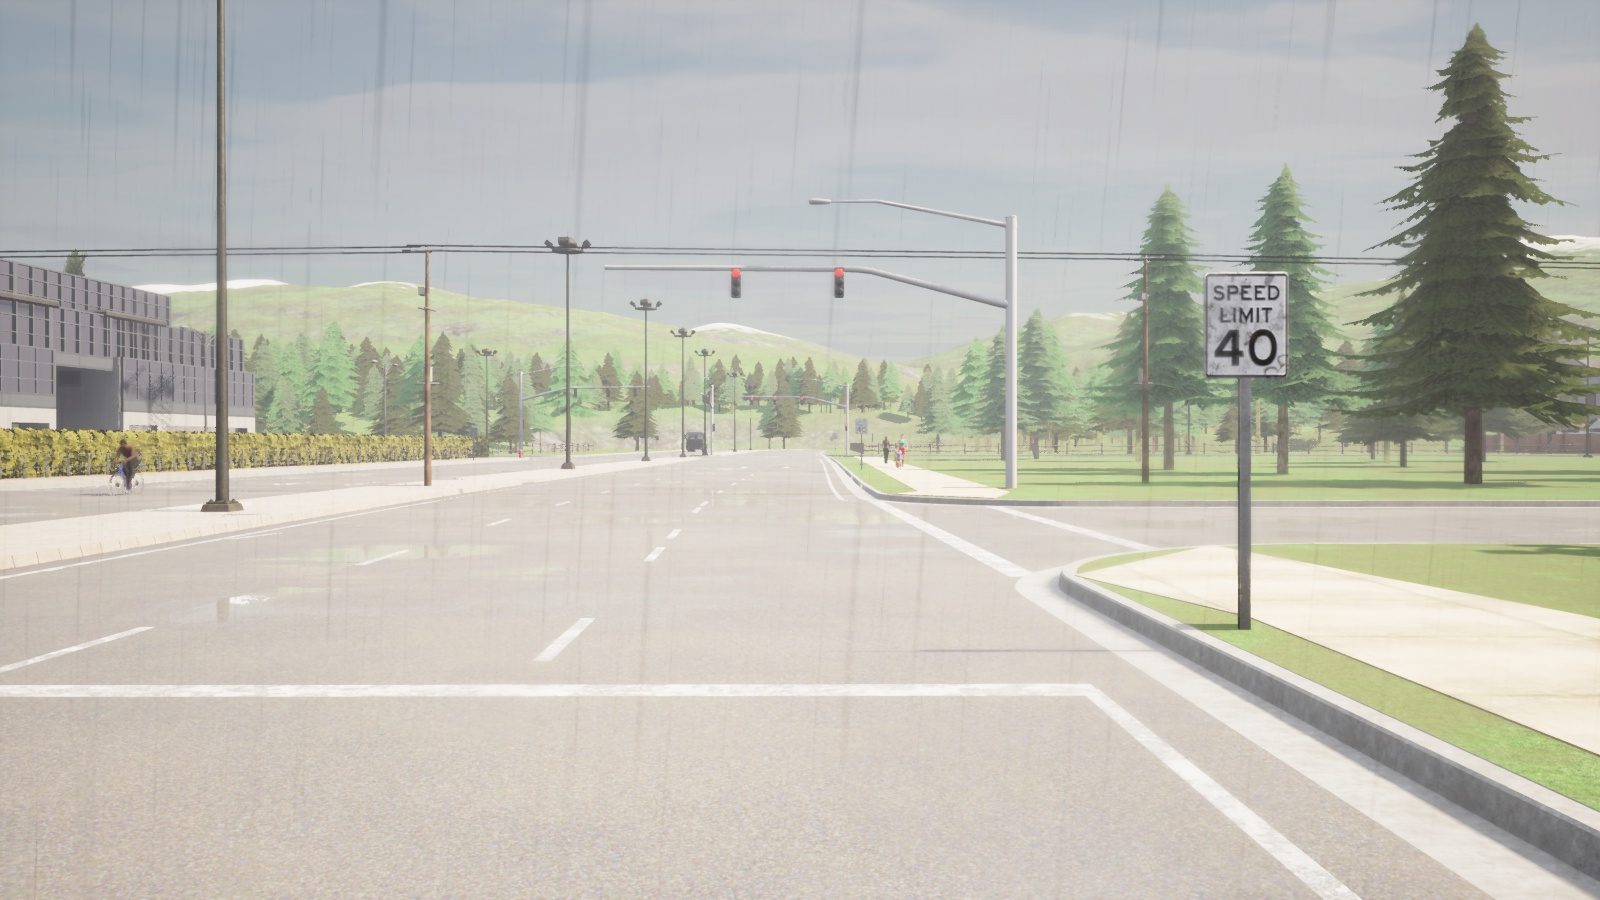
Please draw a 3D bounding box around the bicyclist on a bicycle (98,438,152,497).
[{"bbox_3d":[-19.276,0.481,35.887,0.582,1.620,1.656,0,1,3],"label":"bicyclist on a bicycle"}]
